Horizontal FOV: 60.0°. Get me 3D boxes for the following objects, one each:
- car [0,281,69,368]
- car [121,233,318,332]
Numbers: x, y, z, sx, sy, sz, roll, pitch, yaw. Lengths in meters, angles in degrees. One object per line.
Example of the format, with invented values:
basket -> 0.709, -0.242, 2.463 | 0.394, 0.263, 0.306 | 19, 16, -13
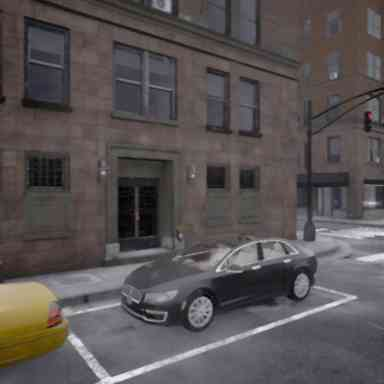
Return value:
car -> -3.877, 1.526, 3.423 | 4.829, 1.417, 1.752 | 0, 0, -35
car -> 0.756, 1.551, 6.725 | 4.403, 1.369, 2.008 | 0, 0, -35
